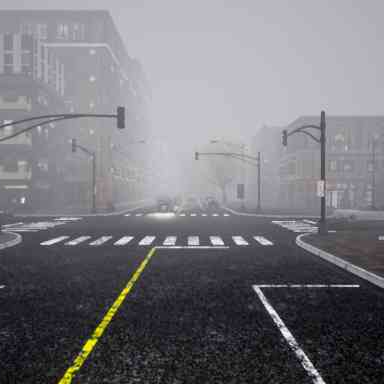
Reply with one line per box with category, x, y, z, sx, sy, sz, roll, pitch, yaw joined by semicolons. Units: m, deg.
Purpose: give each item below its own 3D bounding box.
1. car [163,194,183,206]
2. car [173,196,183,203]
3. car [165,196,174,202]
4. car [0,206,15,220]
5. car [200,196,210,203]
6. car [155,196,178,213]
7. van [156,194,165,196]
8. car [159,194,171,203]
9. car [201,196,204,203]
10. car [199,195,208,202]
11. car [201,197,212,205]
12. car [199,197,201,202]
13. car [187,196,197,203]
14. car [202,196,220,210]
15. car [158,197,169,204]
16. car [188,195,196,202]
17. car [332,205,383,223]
car;-3.096;1.538;54.431;2.128;1.511;4.902;0;0;0
car;-3.006;1.540;70.627;1.882;1.535;5.008;0;0;0
car;-5.698;1.663;83.357;2.008;1.369;4.403;0;0;0
car;-16.404;1.498;25.250;5.357;1.411;2.033;0;0;4
car;2.683;1.633;71.963;2.008;1.369;4.403;0;0;0
car;-3.062;1.512;38.176;2.128;1.511;4.902;0;0;-1
van;-5.697;1.399;60.571;1.690;1.788;3.998;0;0;0
car;-5.698;1.397;71.965;2.192;1.841;5.009;0;0;0
car;2.686;1.478;49.176;1.967;1.590;4.097;0;0;0
car;2.682;1.536;77.660;1.967;1.590;4.097;0;0;0
car;2.684;1.640;60.570;1.802;1.307;4.206;0;0;0
car;2.685;1.488;54.873;1.967;1.590;4.097;0;0;0
car;-0.005;1.625;70.661;1.994;1.385;4.181;0;0;0
car;2.686;1.580;43.479;2.008;1.369;4.403;0;0;0
car;-5.697;1.651;66.267;1.802;1.307;4.206;0;0;0
car;-0.006;1.556;80.669;2.033;1.411;5.357;0;0;0
car;13.470;1.668;25.768;4.718;1.301;1.895;0;0;0
